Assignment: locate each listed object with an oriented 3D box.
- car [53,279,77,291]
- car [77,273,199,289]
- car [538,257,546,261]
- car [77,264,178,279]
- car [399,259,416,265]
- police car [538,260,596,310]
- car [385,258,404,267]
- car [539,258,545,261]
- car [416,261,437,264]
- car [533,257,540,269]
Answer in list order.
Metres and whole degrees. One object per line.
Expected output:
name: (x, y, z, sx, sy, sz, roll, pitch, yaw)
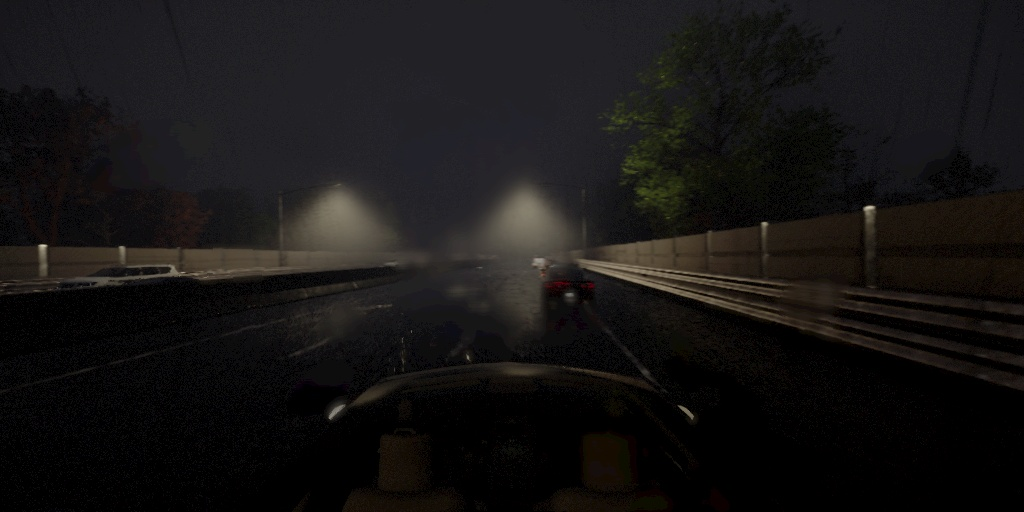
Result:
car: (-19.760, 1.852, 18.227, 1.895, 1.301, 4.718, -1, 0, 5)
car: (-16.368, 1.690, 16.740, 1.812, 1.442, 4.674, -1, 0, 4)
car: (3.378, 1.107, 30.609, 1.801, 1.575, 5.366, -1, 0, 4)
car: (-23.031, 1.558, 21.383, 2.150, 2.045, 5.566, -1, 0, 5)
car: (-16.558, 1.683, 59.354, 1.812, 1.442, 4.674, -1, 0, 5)
police car: (2.153, 1.114, 14.575, 1.930, 1.638, 5.238, -1, 0, 4)
car: (-19.867, 1.464, 61.840, 2.150, 2.045, 5.566, -1, 0, 5)
car: (2.921, 1.121, 24.626, 1.801, 1.575, 5.366, -1, 0, 4)
car: (-13.177, 1.574, 57.723, 2.128, 1.511, 4.902, -1, 0, 5)
car: (3.994, 1.233, 52.206, 1.895, 1.301, 4.718, -1, 0, 5)
